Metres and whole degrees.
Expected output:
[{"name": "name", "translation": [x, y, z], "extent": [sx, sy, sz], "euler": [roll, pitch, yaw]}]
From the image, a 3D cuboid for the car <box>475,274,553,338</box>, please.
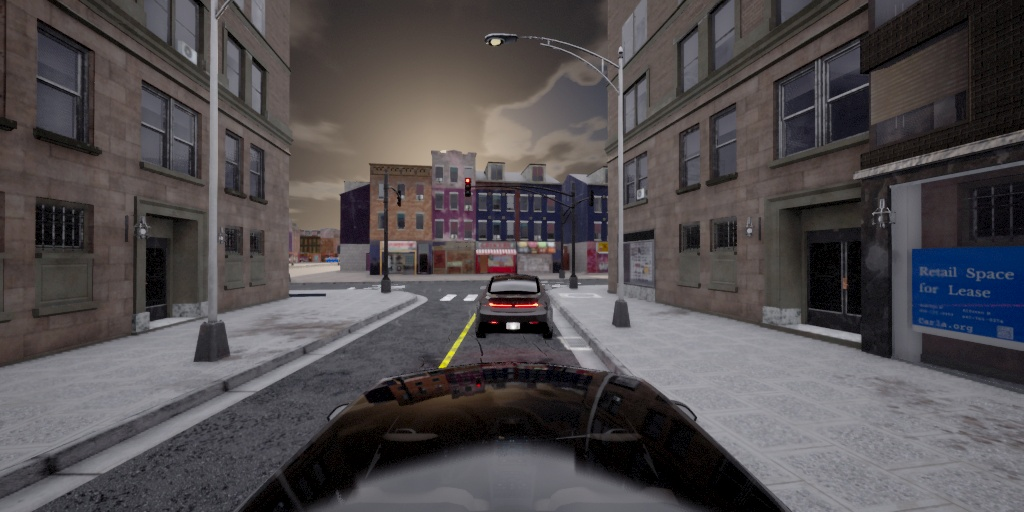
[{"name": "car", "translation": [0.096, 1.256, 10.129], "extent": [1.837, 1.490, 4.892], "euler": [0, 0, 2]}]
